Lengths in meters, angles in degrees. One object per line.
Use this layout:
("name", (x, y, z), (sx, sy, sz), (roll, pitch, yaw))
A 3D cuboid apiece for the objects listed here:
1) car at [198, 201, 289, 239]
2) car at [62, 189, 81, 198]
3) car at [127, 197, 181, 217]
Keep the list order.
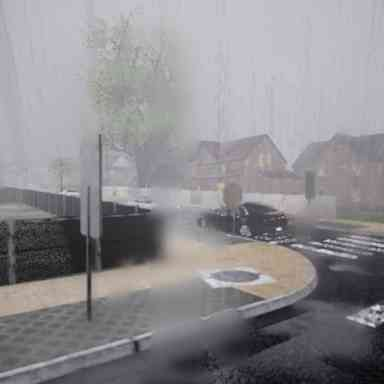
("car", (2.140, 1.180, 15.310), (1.837, 1.490, 4.892), (-6, 4, -34))
("car", (-14.557, 0.320, 40.231), (1.812, 1.442, 4.674), (0, 2, -35))
("car", (-2.751, 1.016, 23.359), (1.895, 1.301, 4.718), (0, 2, -35))
